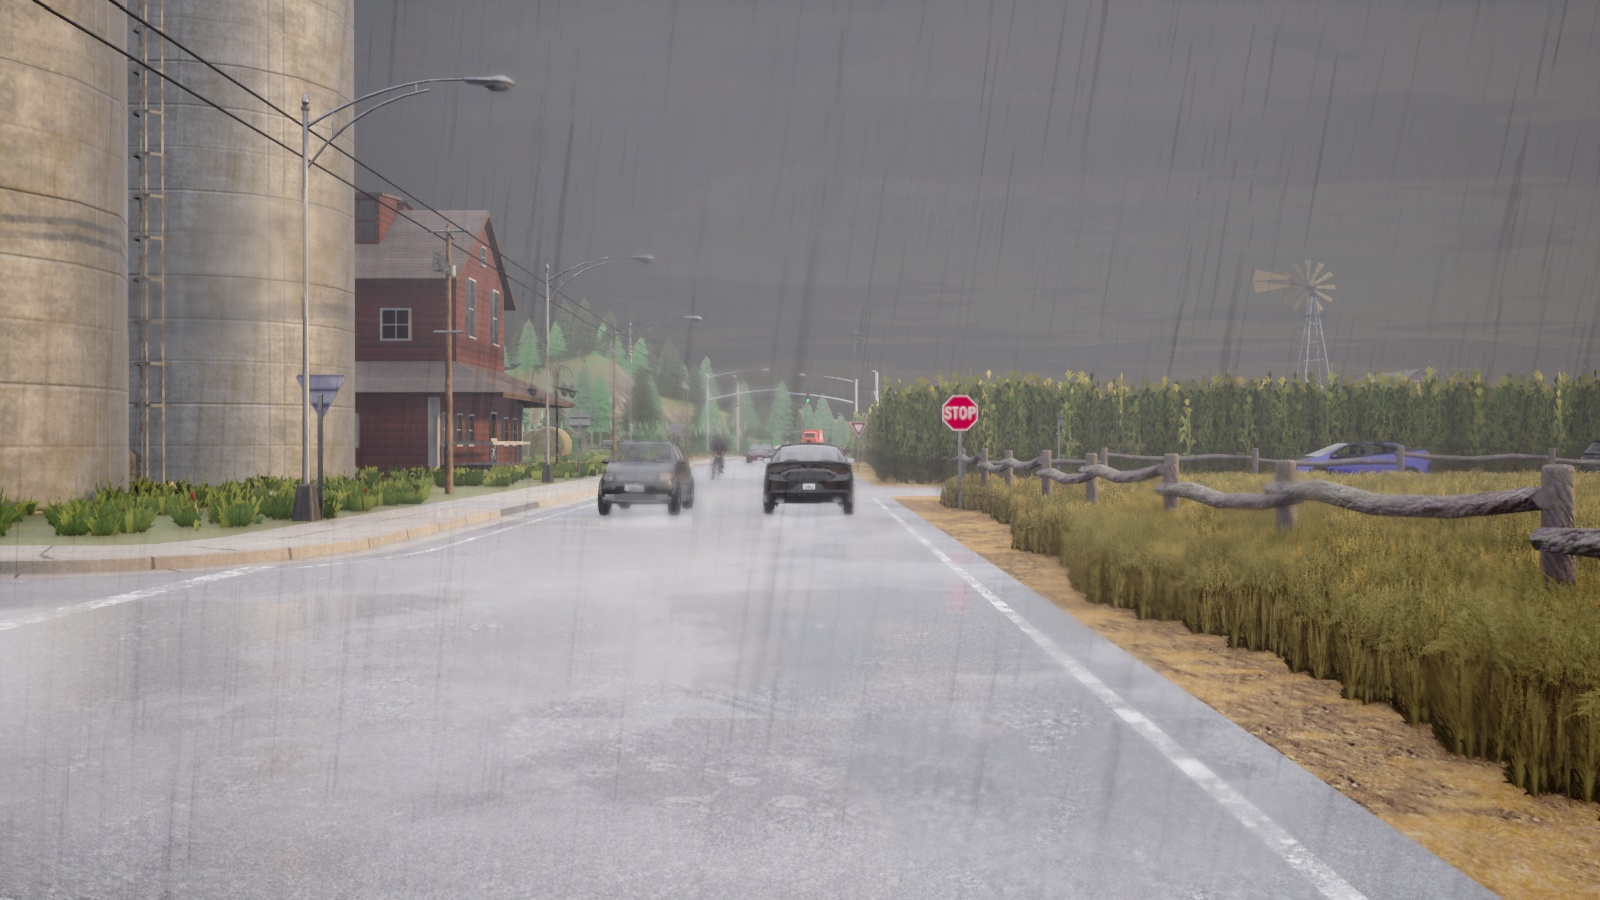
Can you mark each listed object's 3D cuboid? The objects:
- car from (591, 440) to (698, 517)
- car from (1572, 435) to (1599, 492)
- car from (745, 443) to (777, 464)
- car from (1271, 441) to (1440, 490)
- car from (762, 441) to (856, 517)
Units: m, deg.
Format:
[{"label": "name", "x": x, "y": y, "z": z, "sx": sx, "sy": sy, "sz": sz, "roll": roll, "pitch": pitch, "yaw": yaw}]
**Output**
[{"label": "car", "x": -3.279, "y": 0.569, "z": 27.143, "sx": 1.789, "sy": 1.549, "sz": 3.705, "roll": 0, "pitch": 0, "yaw": 1}, {"label": "car", "x": 25.763, "y": 0.381, "z": 37.041, "sx": 4.611, "sy": 1.667, "sz": 2.242, "roll": 0, "pitch": 0, "yaw": 1}, {"label": "car", "x": -2.877, "y": 0.219, "z": 92.672, "sx": 2.163, "sy": 1.488, "sz": 4.792, "roll": 0, "pitch": 0, "yaw": 0}, {"label": "car", "x": 17.715, "y": 0.477, "z": 40.213, "sx": 4.514, "sy": 1.525, "sz": 2.007, "roll": 0, "pitch": 0, "yaw": 1}, {"label": "car", "x": 0.198, "y": 0.567, "z": 27.800, "sx": 1.882, "sy": 1.535, "sz": 5.008, "roll": 0, "pitch": 0, "yaw": 0}]
